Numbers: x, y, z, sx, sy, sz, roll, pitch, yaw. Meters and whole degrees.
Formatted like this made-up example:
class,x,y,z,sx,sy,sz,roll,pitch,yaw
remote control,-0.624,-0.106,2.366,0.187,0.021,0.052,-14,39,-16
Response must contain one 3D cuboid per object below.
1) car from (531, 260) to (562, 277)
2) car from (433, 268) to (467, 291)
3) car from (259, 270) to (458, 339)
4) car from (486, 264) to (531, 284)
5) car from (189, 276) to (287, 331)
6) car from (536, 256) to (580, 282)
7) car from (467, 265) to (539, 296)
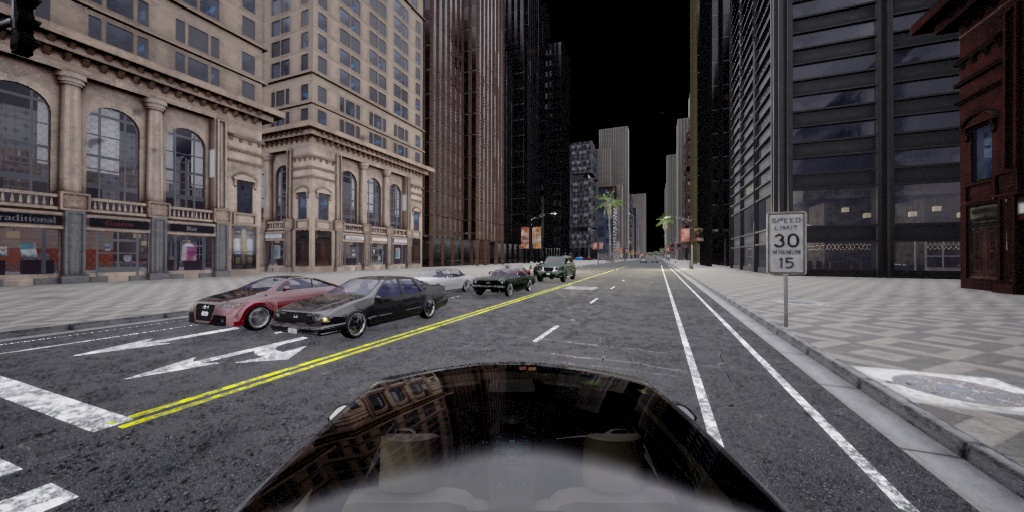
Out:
class,x,y,z,sx,sy,sz,roll,pitch,yaw
car,3.768,1.250,37.911,1.882,1.535,5.008,0,0,23
car,-3.905,1.356,19.260,1.895,1.301,4.718,0,0,22
car,-3.952,1.299,10.558,2.033,1.411,5.357,0,0,22
car,-0.132,1.364,28.480,1.895,1.301,4.718,0,0,22
car,-7.218,1.315,11.149,1.994,1.385,4.181,0,0,22
car,3.733,0.986,29.332,2.150,2.045,5.566,0,0,22
car,-0.321,1.357,19.433,1.895,1.301,4.718,0,0,22
